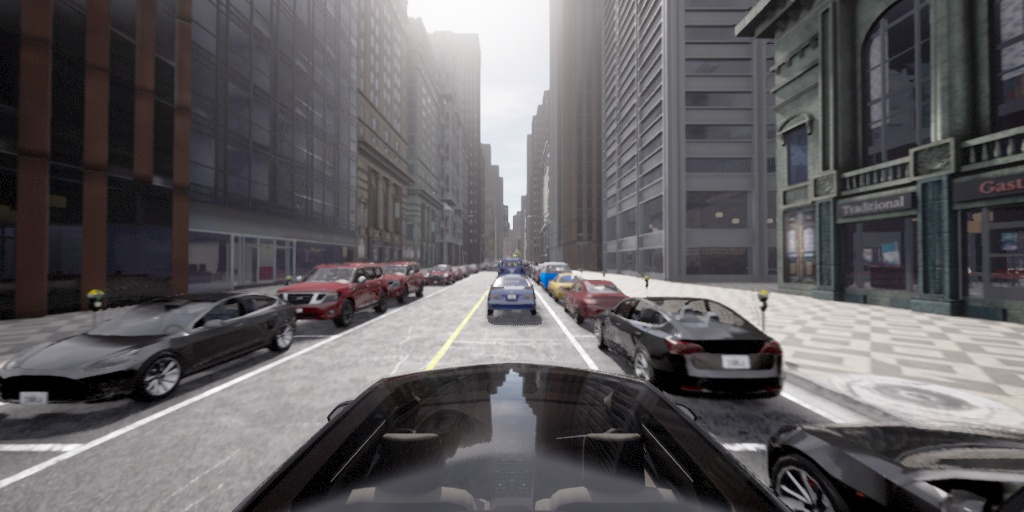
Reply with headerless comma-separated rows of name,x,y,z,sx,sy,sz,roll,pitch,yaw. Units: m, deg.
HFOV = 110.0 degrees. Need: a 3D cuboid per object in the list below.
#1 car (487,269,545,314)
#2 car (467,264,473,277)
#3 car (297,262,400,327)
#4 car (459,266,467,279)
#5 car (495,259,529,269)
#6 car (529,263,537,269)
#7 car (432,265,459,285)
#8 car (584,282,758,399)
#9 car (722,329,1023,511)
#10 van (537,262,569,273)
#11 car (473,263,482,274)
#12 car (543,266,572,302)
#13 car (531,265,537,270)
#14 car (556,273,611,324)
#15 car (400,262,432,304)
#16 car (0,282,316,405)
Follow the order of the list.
car,0.008,1.425,14.407,2.033,1.411,5.357,0,-1,0
car,-5.769,1.731,40.311,1.802,1.307,4.207,0,0,0
car,-5.764,1.169,12.133,2.192,1.841,5.009,0,0,0
car,-5.768,1.671,34.675,1.802,1.307,4.207,0,0,0
car,0.007,1.258,29.443,2.150,2.045,5.566,0,0,0
car,2.757,1.639,34.682,2.007,1.370,4.403,0,0,0
car,-5.767,1.468,29.039,1.967,1.591,4.097,0,0,0
car,2.762,1.364,6.501,1.948,1.339,4.313,0,0,0
car,2.763,1.308,0.865,1.948,1.339,4.313,0,0,0
van,2.759,1.311,23.409,1.690,1.789,3.998,0,0,0
car,-5.771,1.854,51.583,1.802,1.307,4.207,0,0,0
car,2.760,1.437,17.943,1.751,1.417,4.829,0,0,0
car,2.758,1.611,29.045,1.802,1.307,4.207,0,0,0
car,2.761,1.436,12.137,1.802,1.307,4.207,0,0,0
car,-5.765,1.226,17.769,2.192,1.841,5.009,0,0,0
car,-5.763,1.363,6.497,1.948,1.339,4.313,0,0,0
